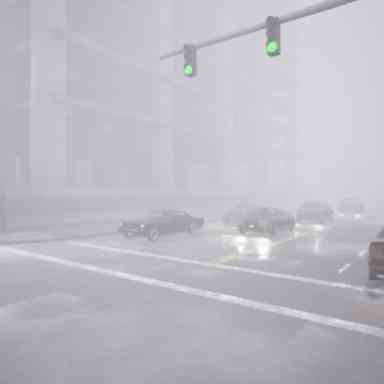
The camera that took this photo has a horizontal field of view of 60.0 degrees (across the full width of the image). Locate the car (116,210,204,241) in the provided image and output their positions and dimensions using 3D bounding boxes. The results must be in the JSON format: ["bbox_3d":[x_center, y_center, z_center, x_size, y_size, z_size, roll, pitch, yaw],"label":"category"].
[{"bbox_3d":[-1.462,1.576,16.705,1.895,1.301,4.718,0,0,37],"label":"car"}]

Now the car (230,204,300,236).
[{"bbox_3d":[4.155,1.547,18.377,1.994,1.385,4.181,0,0,36],"label":"car"}]

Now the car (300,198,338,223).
[{"bbox_3d":[9.443,1.487,25.538,1.837,1.490,4.892,0,0,36],"label":"car"}]

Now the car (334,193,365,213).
[{"bbox_3d":[17.423,1.335,36.317,2.097,1.767,4.553,0,0,37],"label":"car"}]

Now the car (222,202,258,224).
[{"bbox_3d":[3.993,1.501,24.050,1.812,1.442,4.674,0,0,36],"label":"car"}]

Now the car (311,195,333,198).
[{"bbox_3d":[14.066,1.452,37.669,1.882,1.535,5.008,0,0,37],"label":"car"}]

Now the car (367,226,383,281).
[{"bbox_3d":[6.174,1.478,9.153,1.882,1.535,5.008,0,0,36],"label":"car"}]
